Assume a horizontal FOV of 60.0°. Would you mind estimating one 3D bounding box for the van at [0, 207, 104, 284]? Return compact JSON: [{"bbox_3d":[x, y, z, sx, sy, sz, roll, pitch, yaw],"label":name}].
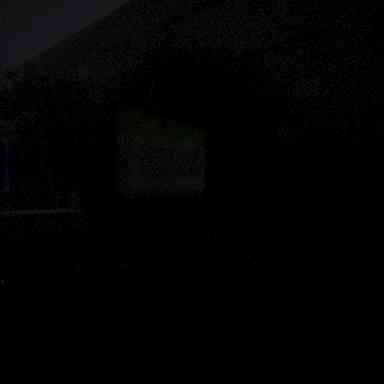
[{"bbox_3d":[-4.311,1.427,8.501,1.878,1.987,4.442,-3,-2,35],"label":"van"}]
